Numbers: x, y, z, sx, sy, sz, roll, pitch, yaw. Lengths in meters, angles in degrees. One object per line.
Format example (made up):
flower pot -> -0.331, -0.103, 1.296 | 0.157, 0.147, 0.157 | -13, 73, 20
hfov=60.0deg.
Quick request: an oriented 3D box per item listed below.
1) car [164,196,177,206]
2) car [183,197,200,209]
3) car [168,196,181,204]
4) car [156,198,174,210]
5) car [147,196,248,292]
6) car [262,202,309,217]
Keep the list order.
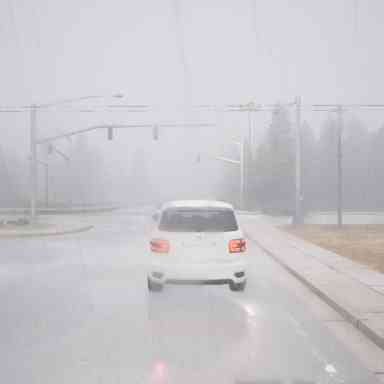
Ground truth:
car -> -3.567, 1.505, 55.132 | 1.837, 1.490, 4.892 | 0, 0, 0
car -> 0.011, 1.491, 45.341 | 2.128, 1.511, 4.902 | 0, 0, 1
car -> -3.435, 1.492, 65.397 | 2.128, 1.511, 4.902 | 0, 0, 1
car -> -3.594, 1.547, 44.945 | 2.033, 1.411, 5.357 | 0, 0, 0
car -> 0.066, 1.218, 9.092 | 2.150, 2.045, 5.566 | 0, 0, -2
car -> 8.553, 1.590, 30.613 | 4.181, 1.385, 1.994 | 0, 0, 1
